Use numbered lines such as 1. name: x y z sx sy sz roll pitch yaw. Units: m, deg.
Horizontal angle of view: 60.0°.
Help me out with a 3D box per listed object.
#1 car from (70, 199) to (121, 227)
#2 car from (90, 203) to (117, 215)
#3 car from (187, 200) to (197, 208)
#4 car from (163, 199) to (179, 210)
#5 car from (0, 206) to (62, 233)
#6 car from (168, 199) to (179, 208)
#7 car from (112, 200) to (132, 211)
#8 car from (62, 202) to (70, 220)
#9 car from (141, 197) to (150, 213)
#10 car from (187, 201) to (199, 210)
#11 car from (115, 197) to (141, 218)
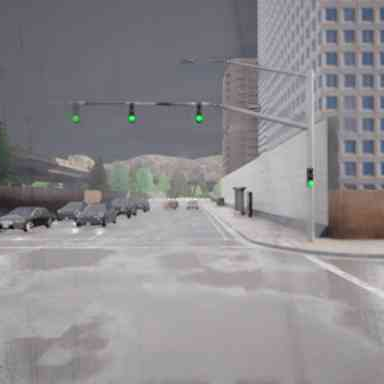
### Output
1. car: -7.079 1.601 24.989 2.097 1.767 4.553 0 -1 0
2. car: -10.573 2.020 40.129 1.895 1.301 4.718 0 -1 0
3. car: 0.023 2.268 63.046 1.895 1.301 4.718 0 -1 0
4. car: -3.482 2.153 52.476 1.895 1.301 4.718 0 -1 0
5. car: -10.595 1.704 21.441 2.128 1.511 4.902 0 -1 1
6. car: -3.478 2.143 62.669 1.882 1.535 5.008 0 -1 0
7. car: -10.541 2.010 50.349 1.882 1.535 5.008 0 -1 0
8. car: -10.581 1.663 30.338 2.097 1.767 4.553 0 -1 0
9. car: -7.049 1.695 45.154 2.150 2.045 5.566 0 -1 0
10. car: 0.114 2.155 52.805 1.895 1.301 4.718 0 -1 0
11. car: -7.072 1.576 34.426 2.150 2.045 5.566 0 -1 0
